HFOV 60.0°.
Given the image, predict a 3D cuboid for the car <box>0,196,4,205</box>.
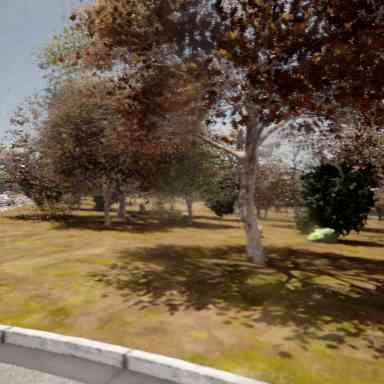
[{"bbox_3d":[-24.315,1.080,43.146,1.812,1.442,4.674,-1,1,-17],"label":"car"}]
